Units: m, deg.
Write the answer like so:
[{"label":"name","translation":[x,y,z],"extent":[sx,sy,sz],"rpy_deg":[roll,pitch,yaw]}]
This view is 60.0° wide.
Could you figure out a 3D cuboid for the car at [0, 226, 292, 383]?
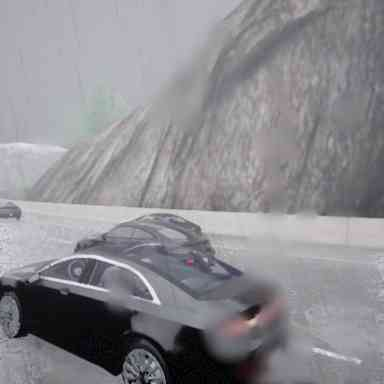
[{"label":"car","translation":[-1.064,1.500,4.909],"extent":[4.902,1.511,2.128],"rpy_deg":[0,0,37]}]

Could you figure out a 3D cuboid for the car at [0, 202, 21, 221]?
[{"label":"car","translation":[-15.356,1.521,26.787],"extent":[2.128,1.511,4.902],"rpy_deg":[0,0,-45]}]

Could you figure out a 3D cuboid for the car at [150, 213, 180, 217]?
[{"label":"car","translation":[-1.536,1.588,14.169],"extent":[4.181,1.385,1.994],"rpy_deg":[0,0,39]}]

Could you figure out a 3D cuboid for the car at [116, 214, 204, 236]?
[{"label":"car","translation":[-1.478,1.542,9.645],"extent":[4.674,1.442,1.812],"rpy_deg":[0,0,38]}]
